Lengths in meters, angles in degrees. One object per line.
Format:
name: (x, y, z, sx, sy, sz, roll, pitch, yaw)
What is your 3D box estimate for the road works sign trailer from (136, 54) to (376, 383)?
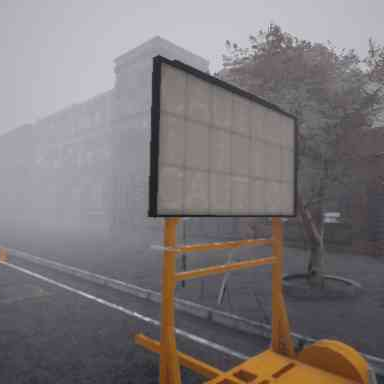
road works sign trailer: (0.319, 0.671, 3.617, 2.880, 3.560, 2.380, -2, -4, 44)

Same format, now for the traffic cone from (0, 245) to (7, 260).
traffic cone: (-7.846, 2.502, 13.823, 0.340, 0.580, 0.340, -2, -4, 44)
